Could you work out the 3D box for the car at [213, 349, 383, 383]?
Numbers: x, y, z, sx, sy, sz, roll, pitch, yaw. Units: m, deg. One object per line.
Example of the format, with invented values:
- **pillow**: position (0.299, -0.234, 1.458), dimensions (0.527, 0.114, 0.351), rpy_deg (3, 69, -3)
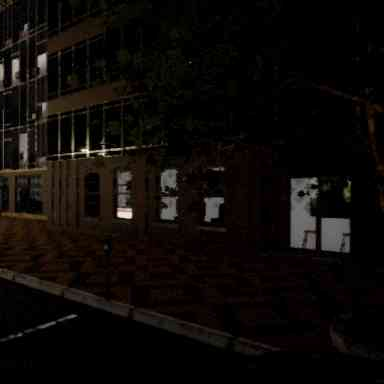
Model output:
- **car**: position (1.941, 1.556, 1.491), dimensions (4.403, 1.369, 2.008), rpy_deg (0, 0, 36)
